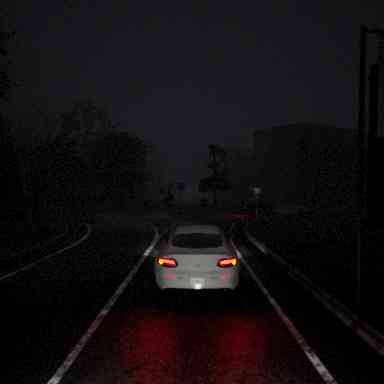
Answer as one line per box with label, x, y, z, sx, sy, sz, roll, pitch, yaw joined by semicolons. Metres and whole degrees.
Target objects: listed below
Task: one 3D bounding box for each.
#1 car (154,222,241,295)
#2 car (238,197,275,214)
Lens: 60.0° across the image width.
car;0.127;1.487;8.490;1.812;1.442;4.674;0;0;1
car;6.361;1.216;32.185;1.882;1.535;5.008;2;2;38
